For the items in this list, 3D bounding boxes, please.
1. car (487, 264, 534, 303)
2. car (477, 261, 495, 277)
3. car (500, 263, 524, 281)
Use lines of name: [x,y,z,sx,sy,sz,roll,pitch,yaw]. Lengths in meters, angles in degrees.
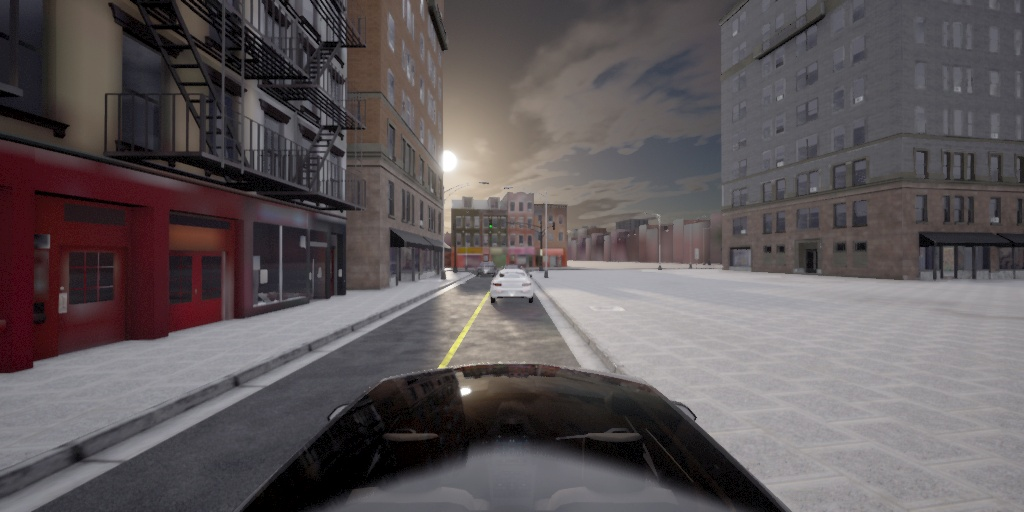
car: [0.000,1.289,16.500,1.812,1.442,4.674,0,0,0]
car: [-2.500,1.299,36.502,2.128,1.511,4.902,0,0,0]
car: [0.000,1.344,31.501,1.994,1.385,4.181,0,0,0]
